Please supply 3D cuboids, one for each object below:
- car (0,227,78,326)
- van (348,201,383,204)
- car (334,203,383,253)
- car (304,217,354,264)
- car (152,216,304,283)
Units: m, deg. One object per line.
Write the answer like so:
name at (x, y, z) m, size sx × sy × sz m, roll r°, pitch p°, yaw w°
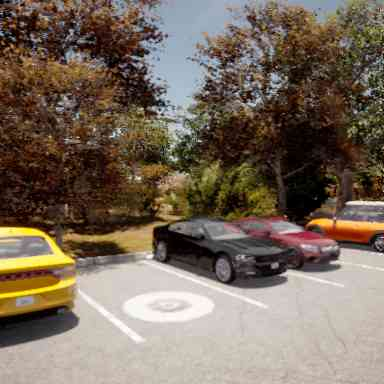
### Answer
car at (-3.929, 1.485, 6.998) m, size 2.097 × 1.535 × 5.008 m, roll 1°, pitch 0°, yaw -35°
van at (9.603, 1.494, 16.795) m, size 1.878 × 1.987 × 4.442 m, roll 1°, pitch -1°, yaw -36°
car at (7.425, 1.548, 15.059) m, size 2.185 × 1.767 × 4.553 m, roll 1°, pitch -1°, yaw -36°
car at (2.870, 1.629, 11.852) m, size 2.002 × 1.452 × 4.674 m, roll 1°, pitch -1°, yaw -35°
car at (0.600, 1.550, 10.237) m, size 2.097 × 1.535 × 5.008 m, roll 1°, pitch 0°, yaw -35°
